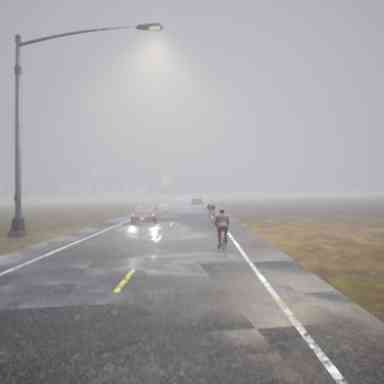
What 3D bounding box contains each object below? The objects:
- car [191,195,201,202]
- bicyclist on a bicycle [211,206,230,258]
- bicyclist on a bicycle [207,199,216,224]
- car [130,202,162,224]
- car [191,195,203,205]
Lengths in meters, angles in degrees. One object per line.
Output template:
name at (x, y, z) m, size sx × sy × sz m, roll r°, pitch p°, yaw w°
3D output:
car at (0.811, 1.455, 73.682) m, size 2.128 × 1.511 × 4.902 m, roll 0°, pitch 0°, yaw 0°
bicyclist on a bicycle at (1.078, 1.436, 11.771) m, size 0.582 × 1.620 × 1.656 m, roll 0°, pitch 0°, yaw 1°
bicyclist on a bicycle at (1.253, 1.339, 21.655) m, size 0.659 × 1.776 × 1.843 m, roll 0°, pitch 0°, yaw 1°
car at (-3.263, 1.489, 24.350) m, size 1.812 × 1.442 × 4.674 m, roll 0°, pitch 0°, yaw 1°
car at (0.829, 1.408, 55.250) m, size 1.882 × 1.535 × 5.008 m, roll 0°, pitch 0°, yaw 0°
